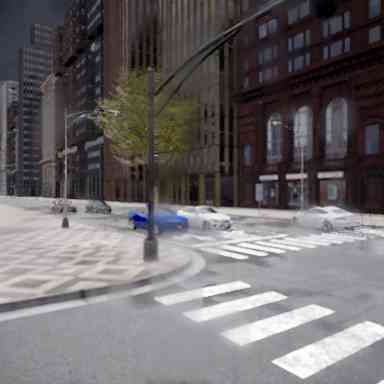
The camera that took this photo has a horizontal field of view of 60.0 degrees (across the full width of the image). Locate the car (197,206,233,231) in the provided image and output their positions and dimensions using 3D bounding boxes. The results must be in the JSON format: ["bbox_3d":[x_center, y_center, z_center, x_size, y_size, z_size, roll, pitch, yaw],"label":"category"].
[{"bbox_3d":[0.594,1.639,21.583,1.812,1.442,4.674,0,0,-38],"label":"car"}]

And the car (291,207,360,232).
[{"bbox_3d":[8.236,1.643,20.877,1.812,1.442,4.674,-1,0,-21],"label":"car"}]

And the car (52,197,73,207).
[{"bbox_3d":[-19.463,1.420,49.791,1.895,1.301,4.718,0,0,-36],"label":"car"}]

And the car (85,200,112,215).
[{"bbox_3d":[-10.506,1.669,37.111,1.837,1.490,4.892,0,0,-35],"label":"car"}]

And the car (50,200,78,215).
[{"bbox_3d":[-14.082,1.771,36.526,1.895,1.301,4.718,0,0,-35],"label":"car"}]

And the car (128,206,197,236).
[{"bbox_3d":[-2.092,1.591,19.744,1.882,1.535,5.008,0,0,-36],"label":"car"}]
